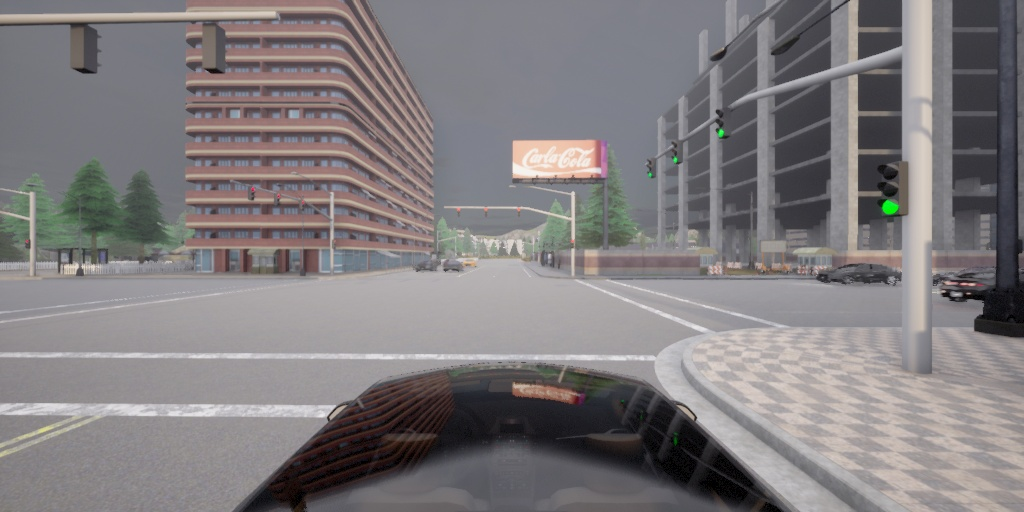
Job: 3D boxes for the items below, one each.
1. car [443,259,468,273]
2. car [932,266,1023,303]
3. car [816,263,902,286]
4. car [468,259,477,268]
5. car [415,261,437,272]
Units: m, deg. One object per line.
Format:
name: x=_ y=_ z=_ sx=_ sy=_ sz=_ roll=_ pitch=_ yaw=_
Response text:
car: x=-7.085 y=1.292 z=43.731 sx=2.033 sy=1.411 sz=5.357 roll=0 pitch=0 yaw=0
car: x=20.339 y=1.316 z=14.435 sx=4.892 sy=1.490 sz=1.837 roll=0 pitch=0 yaw=0
car: x=24.117 y=1.252 z=25.014 sx=4.892 sy=1.490 sz=1.837 roll=0 pitch=0 yaw=0
car: x=-7.061 y=1.221 z=60.231 sx=1.882 sy=1.535 sz=5.008 roll=0 pitch=0 yaw=0
car: x=-10.580 y=1.309 z=44.435 sx=1.994 sy=1.385 sz=4.181 roll=0 pitch=0 yaw=0
